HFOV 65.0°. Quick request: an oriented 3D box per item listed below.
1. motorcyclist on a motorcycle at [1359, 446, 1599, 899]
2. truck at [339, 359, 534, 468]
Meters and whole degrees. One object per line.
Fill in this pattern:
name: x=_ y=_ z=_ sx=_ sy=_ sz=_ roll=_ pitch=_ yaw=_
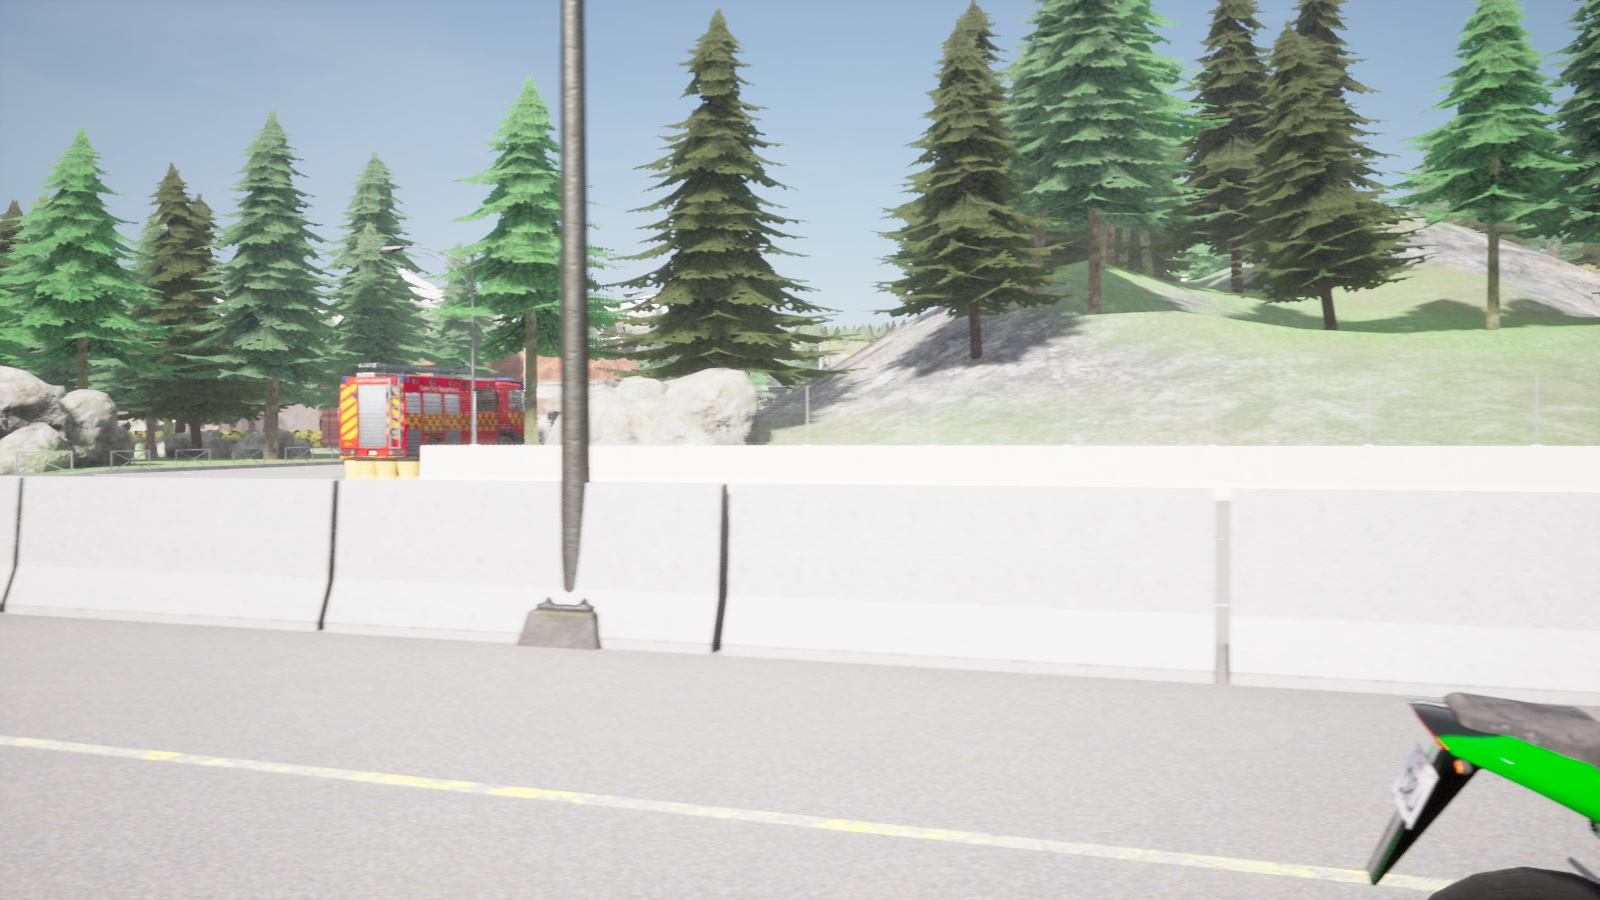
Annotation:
motorcyclist on a motorcycle: x=2.248 y=0.777 z=2.436 sx=2.044 sy=1.523 sz=0.797 roll=1 pitch=1 yaw=19
truck: x=-13.817 y=-1.366 z=48.722 sx=2.891 sy=3.827 sz=8.468 roll=1 pitch=1 yaw=19
